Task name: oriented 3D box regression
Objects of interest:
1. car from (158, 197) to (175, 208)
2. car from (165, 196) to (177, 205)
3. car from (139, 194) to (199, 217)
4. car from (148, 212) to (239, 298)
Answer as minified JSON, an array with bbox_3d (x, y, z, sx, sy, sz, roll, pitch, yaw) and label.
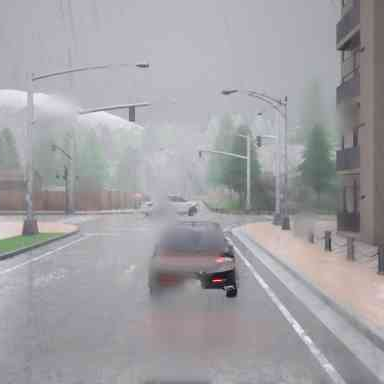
[{"bbox_3d":[-3.609,1.491,47.846,2.128,1.511,4.902,0,0,0],"label":"car"},{"bbox_3d":[-3.601,1.526,57.948,1.812,1.442,4.674,0,0,0],"label":"car"},{"bbox_3d":[-1.970,1.216,29.482,5.566,2.045,2.150,0,1,-38],"label":"car"},{"bbox_3d":[0.052,1.492,8.534,2.128,1.511,4.902,0,0,0],"label":"car"}]
